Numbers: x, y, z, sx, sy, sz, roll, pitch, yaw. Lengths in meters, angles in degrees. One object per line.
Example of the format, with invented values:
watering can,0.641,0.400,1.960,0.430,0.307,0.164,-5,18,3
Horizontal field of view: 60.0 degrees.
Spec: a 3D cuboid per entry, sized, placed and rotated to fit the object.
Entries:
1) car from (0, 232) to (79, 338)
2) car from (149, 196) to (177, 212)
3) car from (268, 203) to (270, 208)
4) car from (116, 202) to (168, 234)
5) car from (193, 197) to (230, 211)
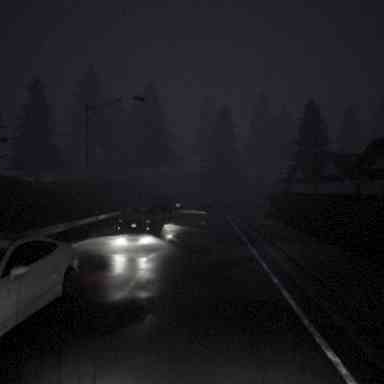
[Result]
car,-3.414,1.466,5.489,1.812,1.442,4.674,0,0,3
car,-2.272,0.975,26.573,1.882,1.535,5.008,0,0,3
car,10.916,1.234,37.126,4.553,1.767,2.097,0,0,-16
car,-2.747,1.446,18.182,1.994,1.385,4.181,0,0,3
car,2.254,1.338,37.249,4.674,1.442,1.812,0,0,-39
